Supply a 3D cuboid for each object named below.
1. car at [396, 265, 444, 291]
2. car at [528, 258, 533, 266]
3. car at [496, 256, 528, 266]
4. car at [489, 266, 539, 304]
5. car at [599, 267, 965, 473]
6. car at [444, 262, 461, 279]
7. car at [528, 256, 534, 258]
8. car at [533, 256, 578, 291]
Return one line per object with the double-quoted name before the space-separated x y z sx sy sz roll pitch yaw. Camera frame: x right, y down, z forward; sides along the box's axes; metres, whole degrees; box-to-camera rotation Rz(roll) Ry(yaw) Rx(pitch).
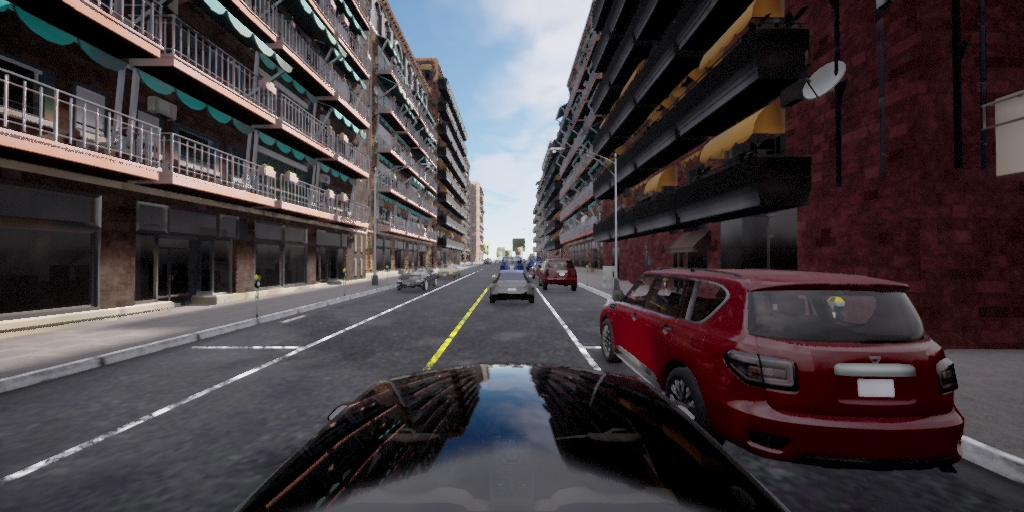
"car" -5.690 1.305 21.786 2.007 1.370 4.403 0 0 0
"car" 2.691 1.199 32.889 1.967 1.591 4.097 0 0 0
"car" 0.000 1.018 31.534 2.150 2.045 5.566 0 0 0
"car" -0.001 1.326 16.501 1.994 1.385 4.181 0 0 0
"car" 2.691 1.064 5.050 2.192 1.841 5.009 0 0 0
"car" -5.690 1.284 32.753 1.751 1.417 4.829 0 0 0
"car" 3.106 0.996 49.614 2.150 2.045 5.566 0 0 0
"car" 2.691 1.069 21.753 2.192 1.841 5.009 0 0 0
